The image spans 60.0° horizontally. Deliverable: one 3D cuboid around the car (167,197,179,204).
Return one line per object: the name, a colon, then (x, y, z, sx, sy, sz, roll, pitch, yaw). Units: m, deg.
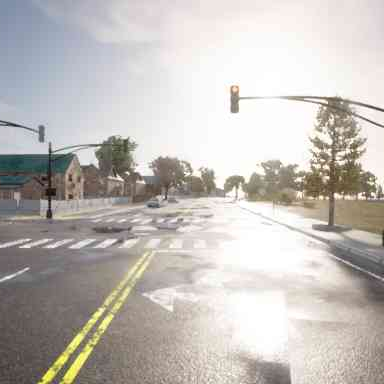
car: (-3.901, 1.730, 68.791, 1.895, 1.301, 4.718, 0, 0, 4)

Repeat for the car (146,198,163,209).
car: (-5.250, 1.624, 47.470, 1.837, 1.490, 4.892, 0, 0, 3)
